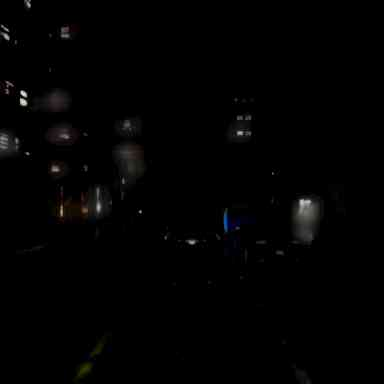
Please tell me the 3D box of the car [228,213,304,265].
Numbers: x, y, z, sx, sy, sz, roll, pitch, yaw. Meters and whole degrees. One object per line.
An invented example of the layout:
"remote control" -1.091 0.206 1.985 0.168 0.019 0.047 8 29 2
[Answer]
"car" 2.569 1.656 11.937 1.887 1.381 4.507 0 -1 0

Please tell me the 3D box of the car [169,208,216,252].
"car" 0.009 1.660 14.393 1.812 1.442 4.674 0 0 0

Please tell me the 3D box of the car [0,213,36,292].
"car" -5.312 1.375 6.354 2.192 1.841 5.009 0 -1 0

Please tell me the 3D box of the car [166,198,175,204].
"car" -5.291 2.282 83.500 1.887 1.381 4.507 0 0 0

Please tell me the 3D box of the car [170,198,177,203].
"car" -5.287 2.373 94.604 1.887 1.381 4.507 0 0 0

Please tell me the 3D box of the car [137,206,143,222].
"car" -5.307 1.814 28.701 2.008 1.369 4.403 0 -1 0

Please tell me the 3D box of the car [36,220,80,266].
"car" -5.311 1.694 11.939 1.802 1.307 4.206 0 -1 0

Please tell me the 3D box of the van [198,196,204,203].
"van" 2.594 2.170 94.604 1.690 1.788 3.998 0 0 0

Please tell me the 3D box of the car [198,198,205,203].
"car" 2.591 2.365 89.050 1.802 1.307 4.206 0 0 0

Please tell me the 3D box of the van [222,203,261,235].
"van" 2.571 1.504 17.526 1.690 1.788 3.998 0 -1 0

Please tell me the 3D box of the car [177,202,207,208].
"car" 0.013 1.833 29.294 1.994 1.385 4.181 0 0 0

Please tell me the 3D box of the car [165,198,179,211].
"car" -2.741 1.972 49.335 1.812 1.442 4.674 0 -1 0

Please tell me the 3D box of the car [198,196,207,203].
"car" 2.588 2.257 77.946 1.947 1.339 4.313 0 0 0

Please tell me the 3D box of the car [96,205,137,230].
"car" -5.308 1.758 23.114 1.887 1.381 4.507 0 -1 0
